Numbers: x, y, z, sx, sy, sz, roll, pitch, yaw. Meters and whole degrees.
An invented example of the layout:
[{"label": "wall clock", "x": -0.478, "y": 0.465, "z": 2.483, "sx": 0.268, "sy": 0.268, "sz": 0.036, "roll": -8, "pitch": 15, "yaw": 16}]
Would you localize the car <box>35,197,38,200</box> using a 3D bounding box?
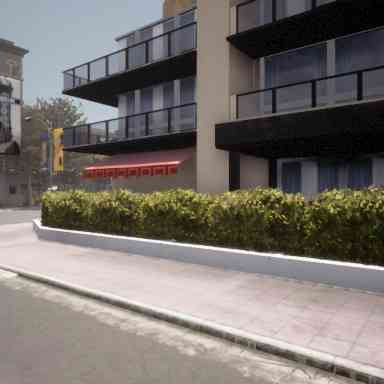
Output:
[{"label": "car", "x": -34.518, "y": 1.481, "z": 68.376, "sx": 4.892, "sy": 1.521, "sz": 2.231, "roll": 0, "pitch": 0, "yaw": 37}]
